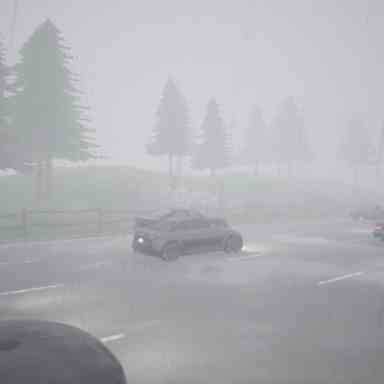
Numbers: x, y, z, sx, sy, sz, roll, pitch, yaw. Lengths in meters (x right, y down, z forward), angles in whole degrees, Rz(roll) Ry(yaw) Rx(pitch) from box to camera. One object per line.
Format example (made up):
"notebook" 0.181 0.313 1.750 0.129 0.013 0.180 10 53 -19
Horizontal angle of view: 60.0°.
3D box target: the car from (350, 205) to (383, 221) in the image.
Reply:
"car" 15.106 1.752 27.433 4.718 1.301 1.895 0 0 -36

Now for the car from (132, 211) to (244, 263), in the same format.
"car" -0.074 1.602 12.298 4.181 1.385 1.994 0 0 -35

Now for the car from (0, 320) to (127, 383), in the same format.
"car" -2.730 1.499 1.803 4.892 1.490 1.837 0 0 -35

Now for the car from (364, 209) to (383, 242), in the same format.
"car" 10.567 1.642 15.593 5.357 1.411 2.033 0 0 -36

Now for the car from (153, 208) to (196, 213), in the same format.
"car" -0.411 1.526 16.356 5.008 1.535 1.882 0 0 -36
